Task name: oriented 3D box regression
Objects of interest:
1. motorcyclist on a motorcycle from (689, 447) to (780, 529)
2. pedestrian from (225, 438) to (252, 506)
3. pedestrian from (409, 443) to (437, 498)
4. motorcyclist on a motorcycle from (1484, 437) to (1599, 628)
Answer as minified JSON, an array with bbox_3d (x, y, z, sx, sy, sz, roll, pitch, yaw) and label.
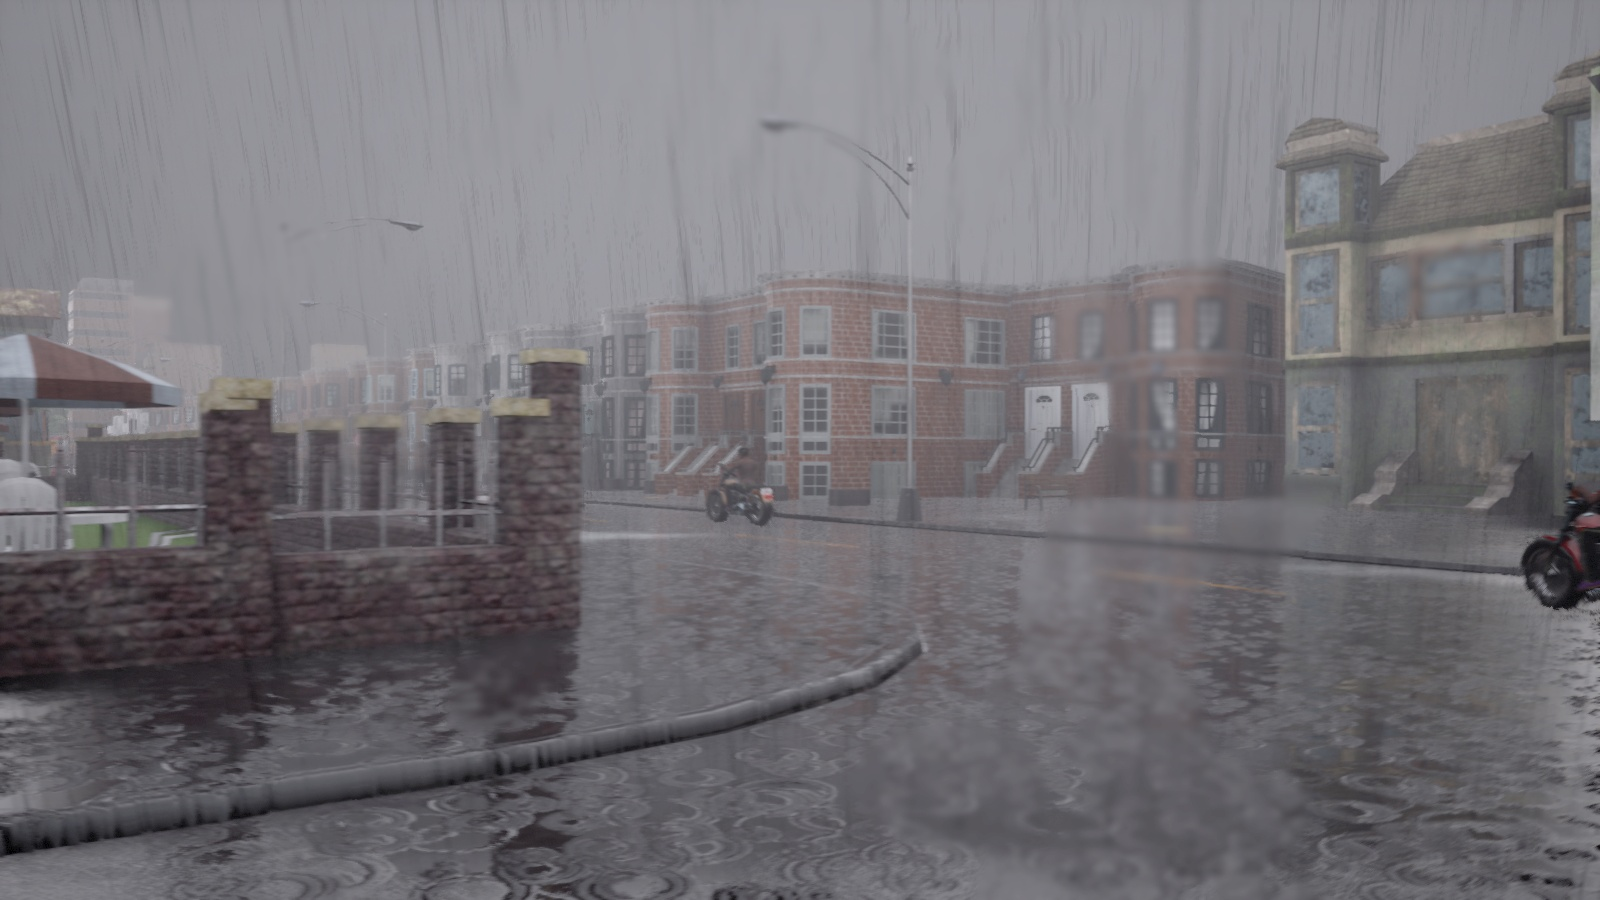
[{"bbox_3d":[-1.396,0.763,26.331,0.766,1.649,2.350,0,0,-35],"label":"motorcyclist on a motorcycle"},{"bbox_3d":[-16.442,0.631,36.781,0.659,1.952,0.873,0,0,-19],"label":"pedestrian"},{"bbox_3d":[-12.408,0.665,41.302,0.869,1.805,0.328,0,0,-21],"label":"pedestrian"},{"bbox_3d":[7.260,0.709,11.305,0.766,1.649,2.350,-1,0,-4],"label":"motorcyclist on a motorcycle"}]
